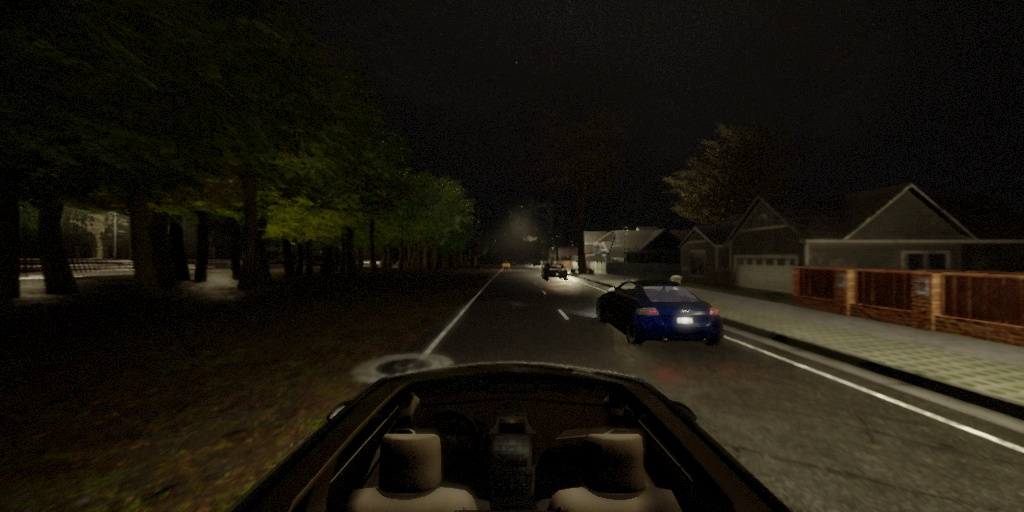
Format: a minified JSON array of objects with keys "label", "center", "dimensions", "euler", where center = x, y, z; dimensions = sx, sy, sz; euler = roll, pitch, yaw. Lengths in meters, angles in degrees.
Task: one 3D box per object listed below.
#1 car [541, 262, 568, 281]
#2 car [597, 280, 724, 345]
[{"label":"car","center":[3.592,1.285,30.916],"dimensions":[2.128,1.511,4.902],"euler":[0,-1,0]},{"label":"car","center":[3.596,1.307,9.458],"dimensions":[1.994,1.385,4.181],"euler":[0,0,0]}]
